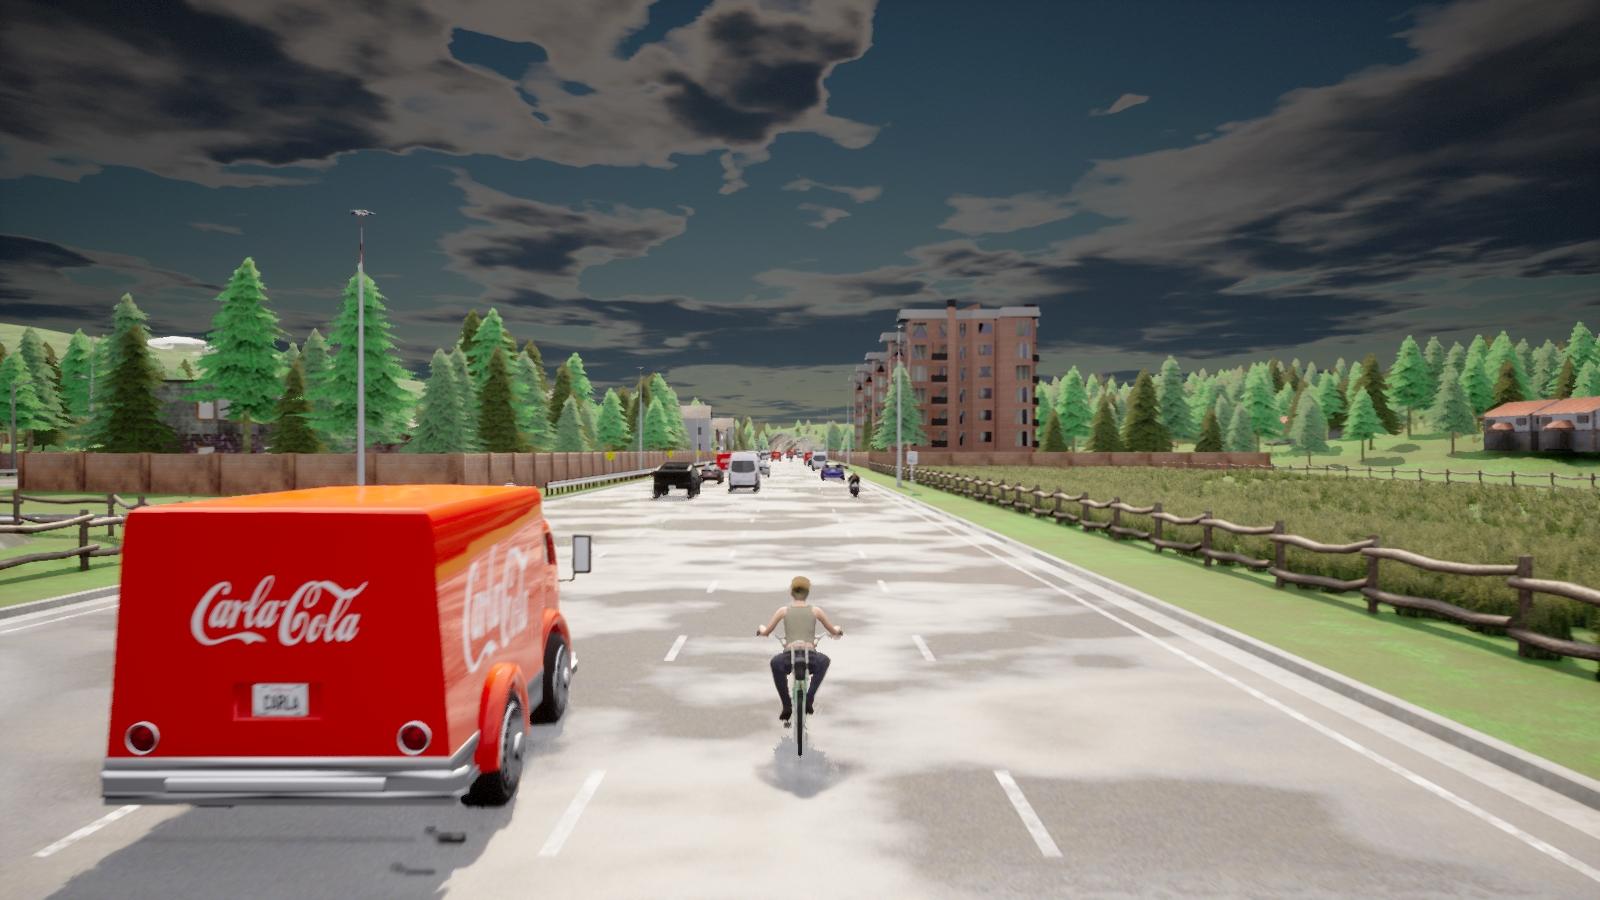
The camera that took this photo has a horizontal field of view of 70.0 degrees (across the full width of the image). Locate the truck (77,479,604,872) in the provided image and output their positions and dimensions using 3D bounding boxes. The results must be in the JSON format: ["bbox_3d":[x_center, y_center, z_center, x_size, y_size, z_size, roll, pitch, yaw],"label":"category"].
[{"bbox_3d":[-3.505,1.570,10.219,2.627,2.467,5.204,0,0,0],"label":"truck"}]

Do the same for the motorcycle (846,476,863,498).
[{"bbox_3d":[3.237,2.205,67.954,0.867,1.251,2.209,0,0,0],"label":"motorcycle"}]

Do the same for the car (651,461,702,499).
[{"bbox_3d":[-7.260,1.754,67.888,2.390,2.098,6.274,0,0,0],"label":"car"}]

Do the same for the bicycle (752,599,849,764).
[{"bbox_3d":[0.000,2.158,10.920,0.859,1.276,1.487,0,0,0],"label":"bicycle"}]
